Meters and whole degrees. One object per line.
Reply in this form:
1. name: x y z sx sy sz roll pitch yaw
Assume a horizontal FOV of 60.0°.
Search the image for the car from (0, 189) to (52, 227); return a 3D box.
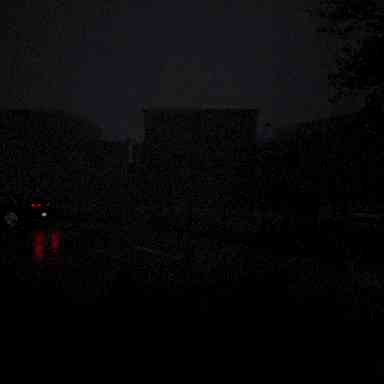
1. car: -9.334 0.790 16.392 4.902 1.511 2.128 1 1 15
